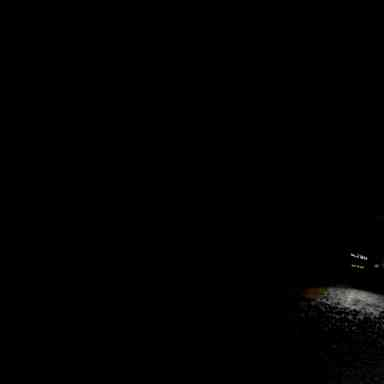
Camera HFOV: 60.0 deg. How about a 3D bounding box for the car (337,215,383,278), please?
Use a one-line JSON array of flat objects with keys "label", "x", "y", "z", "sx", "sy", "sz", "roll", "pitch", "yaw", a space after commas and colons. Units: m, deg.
[{"label": "car", "x": 5.458, "y": 1.502, "z": 9.865, "sx": 1.837, "sy": 1.490, "sz": 4.892, "roll": 1, "pitch": 0, "yaw": 22}]
